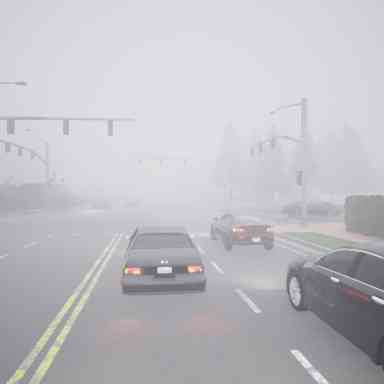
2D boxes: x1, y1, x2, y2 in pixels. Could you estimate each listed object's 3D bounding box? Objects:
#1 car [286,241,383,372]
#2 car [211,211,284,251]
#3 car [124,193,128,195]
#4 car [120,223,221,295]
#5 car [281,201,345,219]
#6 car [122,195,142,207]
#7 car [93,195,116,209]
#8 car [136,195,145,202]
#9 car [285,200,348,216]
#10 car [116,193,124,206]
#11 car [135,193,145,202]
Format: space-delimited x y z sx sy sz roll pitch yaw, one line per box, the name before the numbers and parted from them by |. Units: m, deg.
car | 2.983 1.504 4.942 1.837 1.490 4.892 0 0 -5
car | 2.010 1.525 14.137 1.812 1.442 4.674 0 0 -7
car | -14.742 1.220 71.402 2.150 2.045 5.566 0 0 -6
car | -0.834 1.547 8.876 2.033 1.411 5.357 0 0 -7
car | 10.161 1.489 28.599 4.902 1.511 2.128 0 0 -4
car | -9.016 1.522 50.276 1.812 1.442 4.674 0 0 -6
car | -12.033 1.488 44.885 2.128 1.511 4.902 0 0 -4
car | -11.521 1.519 74.153 1.812 1.442 4.674 0 0 -6
car | 12.072 1.545 32.487 5.357 1.411 2.033 0 0 -5
car | -13.175 1.348 56.253 2.097 1.767 4.553 0 0 -6
car | -10.109 1.473 60.581 1.882 1.535 5.008 0 0 -6
